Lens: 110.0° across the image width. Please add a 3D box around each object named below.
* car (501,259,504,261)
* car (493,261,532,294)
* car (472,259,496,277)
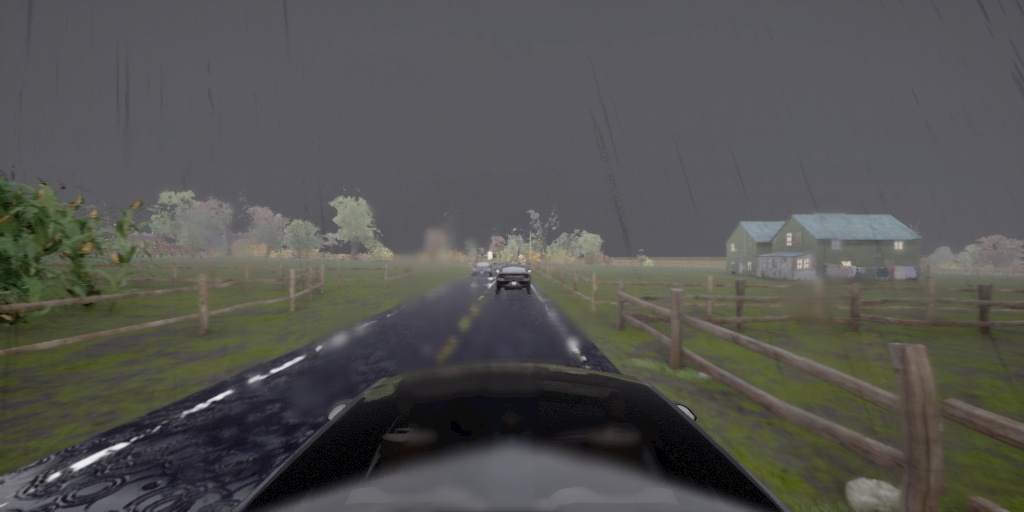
[{"bbox_3d":[0.101,1.245,38.943,2.128,1.511,4.902,0,0,0],"label":"car"},{"bbox_3d":[0.102,1.226,20.472,1.882,1.535,5.008,0,0,0],"label":"car"},{"bbox_3d":[-2.842,1.278,36.113,1.812,1.442,4.674,0,0,0],"label":"car"}]
